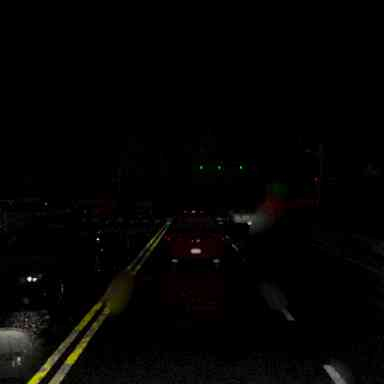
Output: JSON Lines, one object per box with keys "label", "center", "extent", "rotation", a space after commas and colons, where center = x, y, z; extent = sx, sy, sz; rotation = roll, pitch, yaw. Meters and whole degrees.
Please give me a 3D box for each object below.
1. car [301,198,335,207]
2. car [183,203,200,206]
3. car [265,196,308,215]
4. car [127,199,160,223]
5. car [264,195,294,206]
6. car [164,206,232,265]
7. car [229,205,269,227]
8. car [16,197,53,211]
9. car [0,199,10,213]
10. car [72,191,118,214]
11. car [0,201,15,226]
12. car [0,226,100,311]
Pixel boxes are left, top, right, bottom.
{"label": "car", "center": [20.299, 1.688, 53.619], "extent": [4.718, 1.301, 1.895], "rotation": [0, 0, -2]}
{"label": "car", "center": [-0.048, 1.592, 27.610], "extent": [2.033, 1.411, 5.357], "rotation": [0, 0, -4]}
{"label": "car", "center": [10.042, 1.409, 35.093], "extent": [4.553, 1.767, 2.097], "rotation": [0, 0, -25]}
{"label": "car", "center": [-3.474, 1.323, 24.542], "extent": [1.882, 1.535, 5.008], "rotation": [0, 0, 0]}
{"label": "car", "center": [14.882, 1.444, 56.959], "extent": [4.553, 1.767, 2.097], "rotation": [0, 0, -2]}
{"label": "car", "center": [0.110, 1.496, 11.767], "extent": [1.882, 1.535, 5.008], "rotation": [0, 0, 0]}
{"label": "car", "center": [3.665, 1.638, 22.910], "extent": [1.895, 1.301, 4.718], "rotation": [0, 0, 1]}
{"label": "car", "center": [-19.963, 1.415, 41.717], "extent": [4.553, 1.767, 2.097], "rotation": [0, 0, -2]}
{"label": "car", "center": [-23.874, 1.545, 38.099], "extent": [4.902, 1.511, 2.128], "rotation": [0, 0, -2]}
{"label": "car", "center": [-6.974, 0.919, 24.516], "extent": [2.150, 2.045, 5.566], "rotation": [0, 0, 0]}
{"label": "car", "center": [-7.089, 1.235, 8.356], "extent": [2.150, 2.045, 5.566], "rotation": [0, 0, 0]}
{"label": "car", "center": [-3.586, 1.577, 7.747], "extent": [1.994, 1.385, 4.181], "rotation": [0, 0, 0]}
